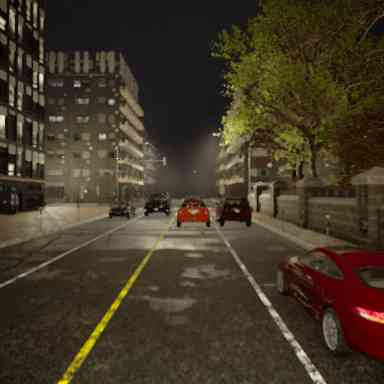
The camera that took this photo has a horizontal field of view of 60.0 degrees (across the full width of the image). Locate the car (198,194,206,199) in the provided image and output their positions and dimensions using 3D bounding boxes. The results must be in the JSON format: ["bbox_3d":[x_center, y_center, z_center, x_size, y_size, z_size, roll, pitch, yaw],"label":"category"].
[{"bbox_3d":[2.689,1.137,88.194,1.947,1.339,4.313,1,0,0],"label":"car"}]

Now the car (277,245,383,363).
[{"bbox_3d":[2.697,1.560,5.705,1.802,1.307,4.206,1,0,0],"label":"car"}]

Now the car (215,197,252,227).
[{"bbox_3d":[2.699,1.226,22.140,2.192,1.841,5.009,1,0,0],"label":"car"}]

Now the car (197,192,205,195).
[{"bbox_3d":[-0.015,1.196,37.179,2.097,1.767,4.553,0,0,-3],"label":"car"}]

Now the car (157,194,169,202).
[{"bbox_3d":[-5.687,1.139,65.566,1.967,1.590,4.097,1,0,0],"label":"car"}]

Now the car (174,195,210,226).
[{"bbox_3d":[0.098,1.260,22.446,2.097,1.767,4.553,0,0,0],"label":"car"}]

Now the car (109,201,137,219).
[{"bbox_3d":[-5.685,1.438,27.623,2.008,1.369,4.403,1,0,0],"label":"car"}]

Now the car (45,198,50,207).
[{"bbox_3d":[-22.106,1.151,45.179,5.009,1.841,2.192,0,0,1],"label":"car"}]

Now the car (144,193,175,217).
[{"bbox_3d":[-3.004,1.093,30.450,2.150,2.045,5.566,0,0,0],"label":"car"}]
